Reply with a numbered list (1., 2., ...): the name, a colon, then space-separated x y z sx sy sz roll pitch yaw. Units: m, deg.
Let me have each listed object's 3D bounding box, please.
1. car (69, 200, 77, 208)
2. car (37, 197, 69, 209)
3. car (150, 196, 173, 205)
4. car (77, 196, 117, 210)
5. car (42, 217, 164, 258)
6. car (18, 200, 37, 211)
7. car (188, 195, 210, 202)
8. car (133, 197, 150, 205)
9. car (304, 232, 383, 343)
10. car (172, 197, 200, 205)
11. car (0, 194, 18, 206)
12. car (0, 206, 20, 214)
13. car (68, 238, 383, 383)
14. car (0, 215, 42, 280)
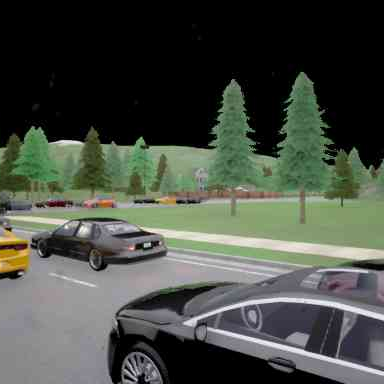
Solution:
1. car: -14.046 1.351 46.128 2.097 1.767 4.553 0 0 38
2. car: -18.942 1.477 45.594 1.882 1.535 5.008 0 0 38
3. car: -4.396 1.477 58.258 1.882 1.535 5.008 0 0 39
4. car: -11.971 1.352 43.113 2.097 1.767 4.553 0 0 38
5. car: -3.245 1.547 10.955 5.357 1.411 2.033 0 0 38
6. car: -20.536 1.563 37.946 1.994 1.385 4.181 0 0 40
7. car: 1.538 1.355 71.211 2.128 1.511 4.902 0 0 38
8. car: -8.213 1.600 59.082 1.895 1.301 4.718 0 0 39
9. car: 4.186 1.564 5.202 4.181 1.385 1.994 0 0 38
10. car: -0.734 1.601 57.242 1.895 1.301 4.718 0 0 39
11. car: -20.510 1.224 32.213 2.150 2.045 5.566 0 0 37
12. car: -11.231 1.547 17.095 5.357 1.411 2.033 0 0 38
13. car: 1.220 1.492 3.080 4.902 1.511 2.128 0 0 38
14. car: -6.252 1.478 8.860 5.008 1.535 1.882 0 0 38
